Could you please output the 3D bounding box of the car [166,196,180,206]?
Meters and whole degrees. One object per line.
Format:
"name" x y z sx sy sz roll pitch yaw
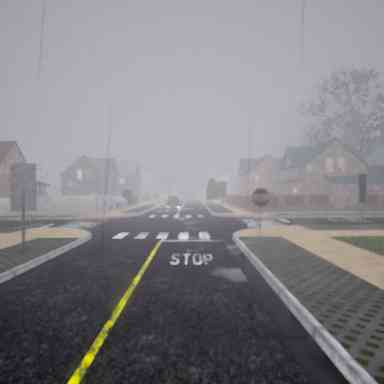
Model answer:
"car" -2.758 1.280 49.916 1.882 1.535 5.008 0 2 0
